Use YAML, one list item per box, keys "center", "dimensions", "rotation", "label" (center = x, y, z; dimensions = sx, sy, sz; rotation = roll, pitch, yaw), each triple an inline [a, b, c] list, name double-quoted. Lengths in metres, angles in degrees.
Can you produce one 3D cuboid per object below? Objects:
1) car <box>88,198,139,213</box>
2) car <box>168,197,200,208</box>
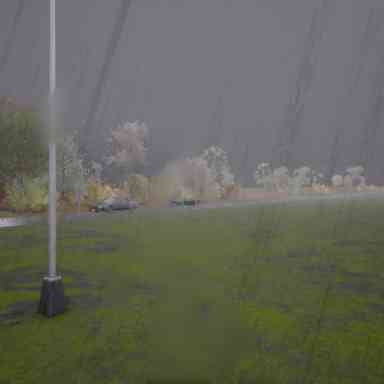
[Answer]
- center: [-7.798, 1.332, 33.743]
  dimensions: [2.033, 1.411, 5.357]
  rotation: [0, 1, 36]
  label: "car"
- center: [-0.955, 1.284, 43.064]
  dimensions: [1.895, 1.301, 4.718]
  rotation: [0, 1, 36]
  label: "car"
